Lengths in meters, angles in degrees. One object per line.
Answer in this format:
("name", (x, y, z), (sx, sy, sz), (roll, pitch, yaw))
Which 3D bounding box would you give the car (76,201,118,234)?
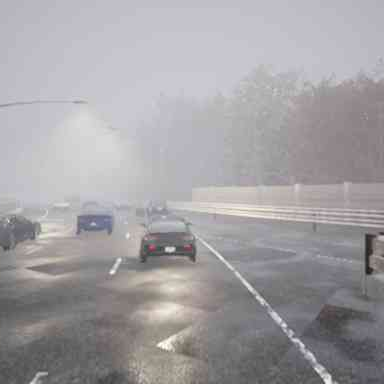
("car", (-5.682, 1.570, 19.985), (1.882, 1.535, 5.008), (0, 0, -11))

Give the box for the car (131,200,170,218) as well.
("car", (-3.620, 1.487, 29.910), (2.097, 1.767, 4.553), (0, 0, -25))

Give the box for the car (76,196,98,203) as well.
("car", (-14.582, 1.719, 46.424), (1.837, 1.490, 4.892), (0, 0, -26))

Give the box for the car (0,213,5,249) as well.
("car", (-3.481, 1.229, 1.522), (2.150, 2.045, 5.566), (0, 0, -1))

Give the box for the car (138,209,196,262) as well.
("car", (-0.938, 1.580, 12.365), (1.812, 1.442, 4.674), (0, 0, -7))

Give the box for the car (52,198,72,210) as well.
("car", (-18.316, 1.816, 46.178), (1.895, 1.301, 4.718), (0, 0, -26))

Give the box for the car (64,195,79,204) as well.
("car", (-25.341, 1.550, 69.974), (2.150, 2.045, 5.566), (0, 0, -39))

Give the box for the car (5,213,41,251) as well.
("car", (-8.164, 1.615, 14.308), (2.033, 1.411, 5.357), (0, 0, -9))

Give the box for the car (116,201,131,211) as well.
("car", (-9.288, 1.799, 43.325), (1.895, 1.301, 4.718), (0, 0, -23))

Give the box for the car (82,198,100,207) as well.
("car", (-18.152, 1.781, 59.814), (1.837, 1.490, 4.892), (0, 0, -32))
